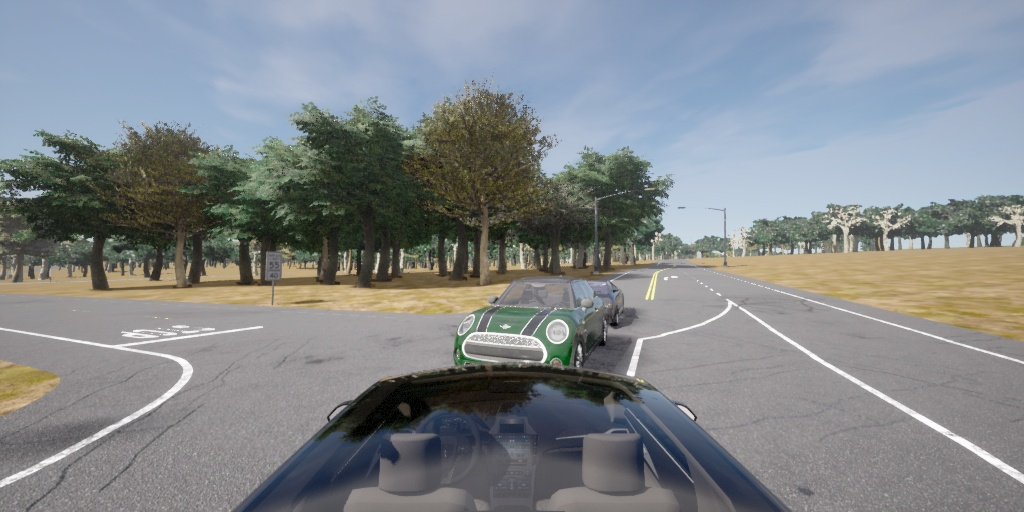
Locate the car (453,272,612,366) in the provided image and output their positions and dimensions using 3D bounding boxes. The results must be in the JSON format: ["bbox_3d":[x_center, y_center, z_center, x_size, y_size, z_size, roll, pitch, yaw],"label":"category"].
[{"bbox_3d":[0.672,1.223,7.488,2.097,1.767,4.553,-1,-2,22],"label":"car"}]

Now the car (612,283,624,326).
[{"bbox_3d":[2.891,1.555,12.923,1.994,1.385,4.181,-2,0,22],"label":"car"}]
